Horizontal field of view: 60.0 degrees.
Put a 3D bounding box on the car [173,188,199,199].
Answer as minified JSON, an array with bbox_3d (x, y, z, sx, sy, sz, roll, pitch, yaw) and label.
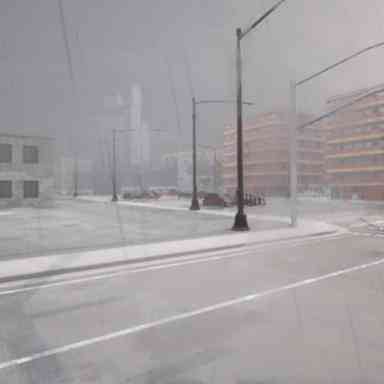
[{"bbox_3d":[-0.824,0.432,61.574,2.128,1.511,4.902,-1,2,-34],"label":"car"}]

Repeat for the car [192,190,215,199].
[{"bbox_3d":[2.064,0.401,63.552,1.837,1.490,4.892,-1,2,-34],"label":"car"}]

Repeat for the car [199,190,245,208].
[{"bbox_3d":[3.254,0.823,36.869,2.097,1.767,4.553,-1,1,-34],"label":"car"}]

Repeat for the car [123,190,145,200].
[{"bbox_3d":[-10.190,0.614,56.608,1.994,1.385,4.181,-1,1,-34],"label":"car"}]

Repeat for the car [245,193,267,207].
[{"bbox_3d":[6.479,0.927,38.357,2.128,1.511,4.902,-1,1,-34],"label":"car"}]

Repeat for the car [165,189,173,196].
[{"bbox_3d":[-6.704,0.037,70.152,2.097,1.767,4.553,-1,1,-34],"label":"car"}]

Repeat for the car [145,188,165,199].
[{"bbox_3d":[-7.280,0.358,58.543,2.097,1.767,4.553,-1,2,-34],"label":"car"}]
